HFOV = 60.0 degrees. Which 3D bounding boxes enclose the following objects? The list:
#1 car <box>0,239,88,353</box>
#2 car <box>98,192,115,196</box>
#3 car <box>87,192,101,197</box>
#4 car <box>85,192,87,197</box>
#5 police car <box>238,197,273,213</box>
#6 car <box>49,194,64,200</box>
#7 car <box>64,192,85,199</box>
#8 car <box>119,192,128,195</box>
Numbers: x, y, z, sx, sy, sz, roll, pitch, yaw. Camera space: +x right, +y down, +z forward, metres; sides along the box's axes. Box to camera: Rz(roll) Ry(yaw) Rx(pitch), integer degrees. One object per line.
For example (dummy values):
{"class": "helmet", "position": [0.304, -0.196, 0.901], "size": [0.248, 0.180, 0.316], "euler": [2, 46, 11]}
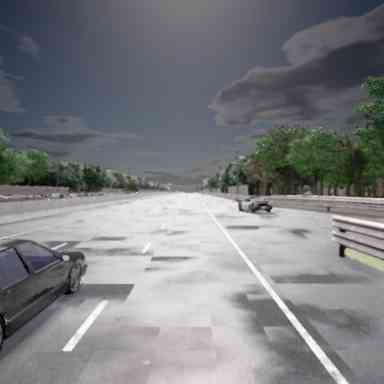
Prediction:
{"class": "car", "position": [-3.400, 1.508, 5.480], "size": [2.033, 1.411, 5.357], "euler": [0, 0, 0]}
{"class": "car", "position": [-17.512, 1.205, 69.522], "size": [1.895, 1.301, 4.718], "euler": [0, 0, 0]}
{"class": "car", "position": [-24.515, 1.069, 85.384], "size": [2.033, 1.411, 5.357], "euler": [0, 0, 0]}
{"class": "car", "position": [-28.015, 0.885, 85.107], "size": [2.097, 1.767, 4.553], "euler": [0, 0, 0]}
{"class": "police car", "position": [6.143, 1.259, 33.297], "size": [2.038, 1.542, 4.974], "euler": [-2, 1, -13]}
{"class": "car", "position": [-28.012, 1.135, 69.245], "size": [1.812, 1.442, 4.674], "euler": [0, 0, 0]}
{"class": "car", "position": [-24.512, 1.134, 69.551], "size": [1.812, 1.442, 4.674], "euler": [0, 0, 0]}
{"class": "car", "position": [-17.515, 0.884, 85.414], "size": [2.097, 1.767, 4.553], "euler": [0, 0, 0]}
